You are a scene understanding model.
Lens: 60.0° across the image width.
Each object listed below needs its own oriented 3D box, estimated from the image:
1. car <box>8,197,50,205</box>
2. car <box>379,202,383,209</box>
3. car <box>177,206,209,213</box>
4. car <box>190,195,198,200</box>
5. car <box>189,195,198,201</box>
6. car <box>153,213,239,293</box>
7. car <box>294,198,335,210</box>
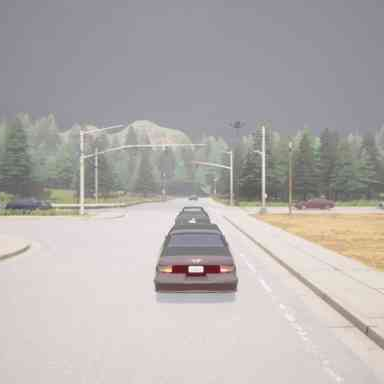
[{"bbox_3d":[-18.043,1.387,37.115,4.553,1.767,2.097,0,0,1],"label":"car"},{"bbox_3d":[25.040,1.404,39.990,4.674,1.442,1.812,0,0,1],"label":"car"},{"bbox_3d":[0.065,1.533,19.554,1.994,1.385,4.181,0,0,1],"label":"car"},{"bbox_3d":[0.622,1.409,91.817,1.994,1.385,4.181,0,0,2],"label":"car"},{"bbox_3d":[0.256,1.468,81.837,1.895,1.301,4.718,0,0,2],"label":"car"},{"bbox_3d":[0.084,1.537,8.947,2.033,1.411,5.357,0,0,0],"label":"car"},{"bbox_3d":[14.761,1.440,40.185,4.674,1.442,1.812,0,0,1],"label":"car"}]
